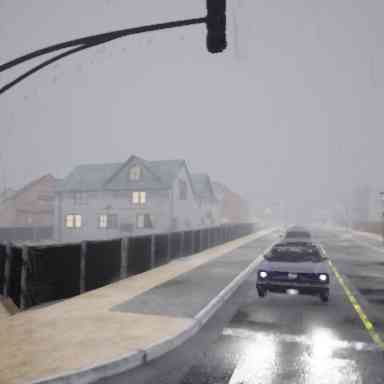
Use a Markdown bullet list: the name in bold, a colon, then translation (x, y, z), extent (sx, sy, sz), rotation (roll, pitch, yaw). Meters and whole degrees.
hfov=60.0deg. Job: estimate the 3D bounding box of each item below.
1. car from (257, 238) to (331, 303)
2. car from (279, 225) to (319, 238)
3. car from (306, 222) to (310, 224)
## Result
- **car**: translation (3.232, 2.349, 10.421), extent (1.895, 1.301, 4.718), rotation (-1, -5, 19)
- **car**: translation (6.384, 2.966, 19.912), extent (1.837, 1.490, 4.892), rotation (-1, -5, 18)
- **car**: translation (9.798, 3.771, 30.195), extent (1.812, 1.442, 4.674), rotation (-1, -5, 18)
